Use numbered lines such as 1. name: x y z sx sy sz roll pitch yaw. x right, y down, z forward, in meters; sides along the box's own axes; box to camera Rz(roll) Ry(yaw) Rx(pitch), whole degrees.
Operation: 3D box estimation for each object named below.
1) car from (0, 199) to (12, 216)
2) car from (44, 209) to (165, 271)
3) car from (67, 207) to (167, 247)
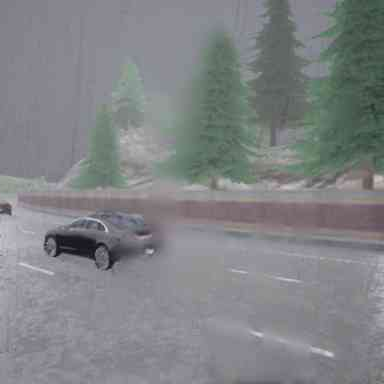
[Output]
1. car: -18.633 1.434 31.696 1.882 1.535 5.008 0 0 -39
2. car: -3.060 1.492 11.022 4.902 1.511 2.128 0 0 40
3. car: -3.822 1.551 16.220 5.357 1.411 2.033 0 0 42
